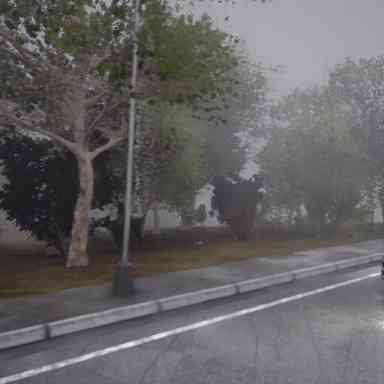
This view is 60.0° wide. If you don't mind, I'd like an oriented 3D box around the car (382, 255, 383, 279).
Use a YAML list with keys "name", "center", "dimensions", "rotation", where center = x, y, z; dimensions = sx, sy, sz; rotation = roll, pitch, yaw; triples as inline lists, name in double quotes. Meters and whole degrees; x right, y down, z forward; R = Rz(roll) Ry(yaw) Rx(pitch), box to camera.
- name: "car"
  center: [6.695, 1.523, 8.458]
  dimensions: [4.902, 1.511, 2.128]
  rotation: [0, 0, -35]
